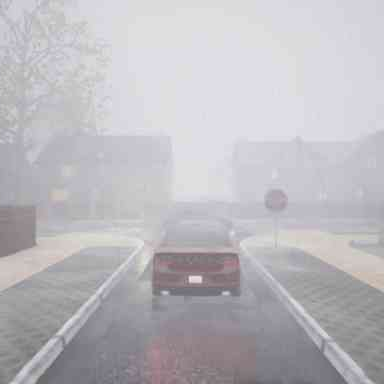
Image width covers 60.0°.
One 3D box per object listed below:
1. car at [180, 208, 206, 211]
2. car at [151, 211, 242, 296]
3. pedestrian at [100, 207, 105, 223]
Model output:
[{"bbox_3d":[0.319,1.590,19.017,4.181,1.385,1.994,0,-1,1],"label":"car"},{"bbox_3d":[0.150,1.476,8.671,1.882,1.535,5.008,0,0,2],"label":"car"},{"bbox_3d":[-6.742,1.353,24.977,0.375,1.860,0.375,0,-1,1],"label":"pedestrian"}]
